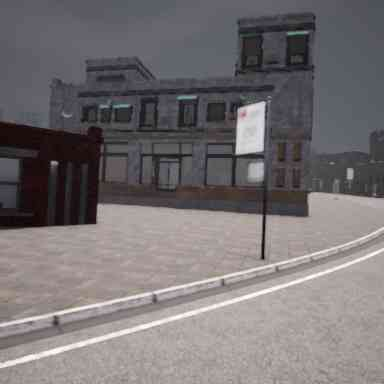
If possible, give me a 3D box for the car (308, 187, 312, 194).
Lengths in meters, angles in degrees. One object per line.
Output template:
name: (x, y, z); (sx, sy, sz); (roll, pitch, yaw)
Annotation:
car: (19.590, -0.705, 61.076); (2.150, 2.045, 5.566); (3, 3, -19)
